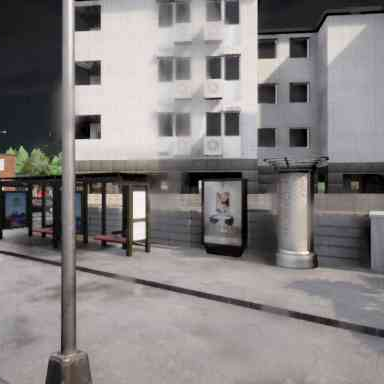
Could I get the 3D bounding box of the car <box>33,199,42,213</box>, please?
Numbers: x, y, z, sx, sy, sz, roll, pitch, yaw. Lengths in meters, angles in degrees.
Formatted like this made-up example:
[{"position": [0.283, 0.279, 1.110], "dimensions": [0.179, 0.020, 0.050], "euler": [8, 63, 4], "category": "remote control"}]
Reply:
[{"position": [-16.120, 1.505, 34.078], "dimensions": [1.837, 1.490, 4.892], "euler": [0, 0, 35], "category": "car"}]
